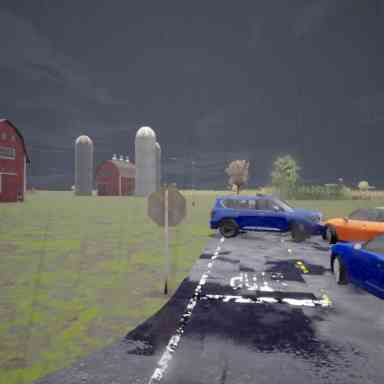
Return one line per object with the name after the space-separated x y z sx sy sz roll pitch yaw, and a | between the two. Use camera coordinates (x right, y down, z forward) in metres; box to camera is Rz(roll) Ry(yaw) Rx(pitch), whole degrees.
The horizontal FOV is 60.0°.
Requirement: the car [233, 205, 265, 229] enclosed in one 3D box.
3.849 1.601 22.696 1.895 1.301 4.718 0 0 9 | car

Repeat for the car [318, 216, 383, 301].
4.482 1.480 6.455 1.882 1.535 5.008 0 0 -2 | car

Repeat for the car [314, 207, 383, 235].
7.212 1.365 13.103 2.097 1.767 4.553 0 0 -15 | car

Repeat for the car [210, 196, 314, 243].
3.594 1.218 16.346 5.566 2.045 2.150 0 0 27 | car

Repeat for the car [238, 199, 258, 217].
5.504 1.502 33.003 1.837 1.490 4.892 0 0 9 | car
